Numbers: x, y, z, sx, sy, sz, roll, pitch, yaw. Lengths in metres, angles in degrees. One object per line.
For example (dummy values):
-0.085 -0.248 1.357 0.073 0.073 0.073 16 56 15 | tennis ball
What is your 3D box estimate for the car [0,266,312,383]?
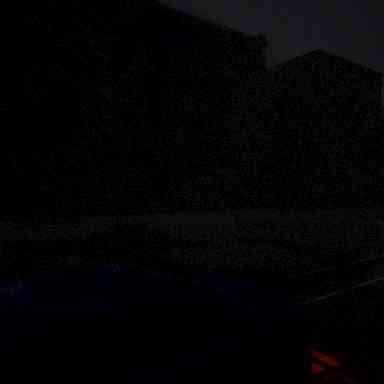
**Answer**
-1.178 1.451 2.536 5.008 1.535 1.882 -1 0 -36 | car
